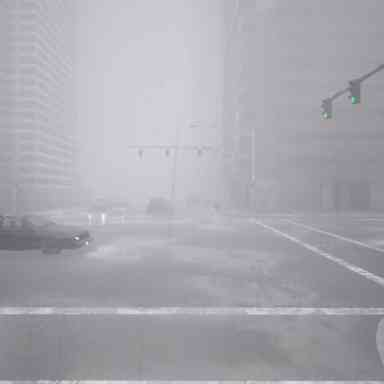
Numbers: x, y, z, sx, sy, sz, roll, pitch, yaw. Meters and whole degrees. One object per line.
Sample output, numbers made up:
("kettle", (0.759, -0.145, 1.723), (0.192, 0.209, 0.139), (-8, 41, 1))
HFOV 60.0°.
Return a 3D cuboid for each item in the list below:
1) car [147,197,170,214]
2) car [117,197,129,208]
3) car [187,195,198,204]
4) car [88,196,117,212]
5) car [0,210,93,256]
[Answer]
("car", (-3.541, 1.352, 36.080), (2.097, 1.767, 4.553), (0, 0, 2))
("car", (-10.620, 1.526, 49.635), (1.812, 1.442, 4.674), (0, 0, 0))
("car", (0.063, 1.352, 63.504), (2.097, 1.767, 4.553), (0, 0, 0))
("car", (-10.624, 1.505, 39.376), (1.837, 1.490, 4.892), (0, 0, 0))
("car", (-6.625, 1.547, 12.550), (5.357, 1.411, 2.033), (0, 0, 0))
